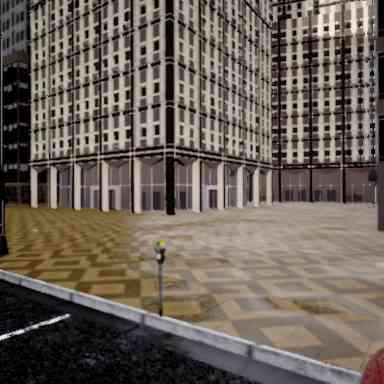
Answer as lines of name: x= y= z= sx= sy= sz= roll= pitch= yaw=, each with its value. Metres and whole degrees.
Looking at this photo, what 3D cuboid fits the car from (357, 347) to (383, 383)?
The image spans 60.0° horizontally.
car: x=3.017 y=1.321 z=0.733 sx=5.009 sy=1.841 sz=2.192 roll=0 pitch=0 yaw=35
